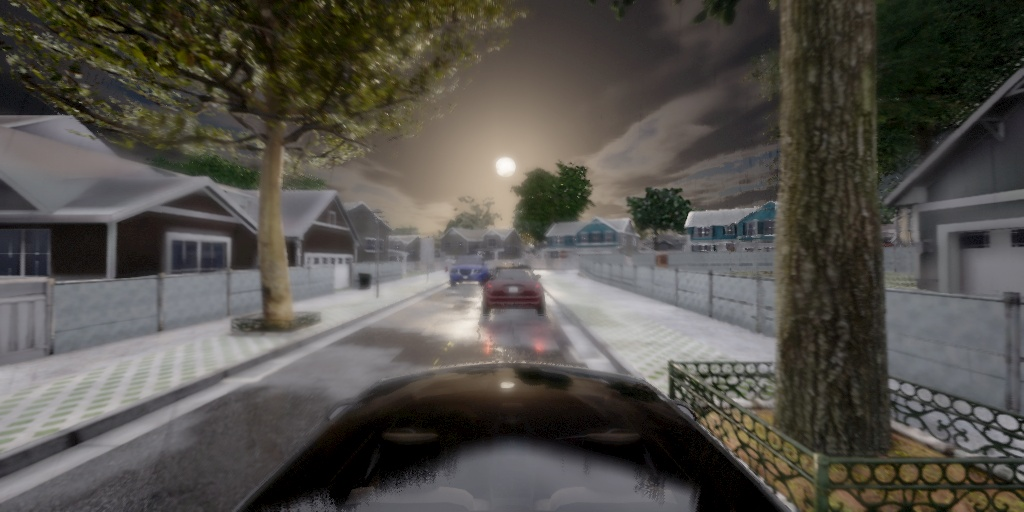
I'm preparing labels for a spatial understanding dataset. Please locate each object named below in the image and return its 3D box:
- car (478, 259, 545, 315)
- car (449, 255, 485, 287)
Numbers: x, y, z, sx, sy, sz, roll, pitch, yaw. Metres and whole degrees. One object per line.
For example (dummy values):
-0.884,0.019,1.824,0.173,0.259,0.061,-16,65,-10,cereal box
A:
0.065,1.090,13.620,2.097,1.767,4.553,0,0,0,car
-2.821,0.952,24.657,2.150,2.045,5.566,0,0,0,car
